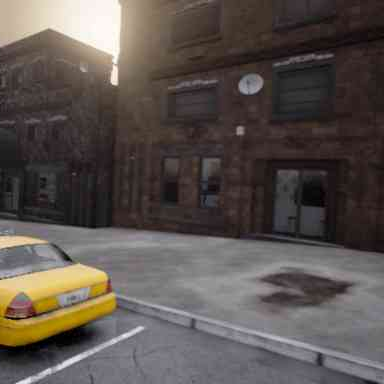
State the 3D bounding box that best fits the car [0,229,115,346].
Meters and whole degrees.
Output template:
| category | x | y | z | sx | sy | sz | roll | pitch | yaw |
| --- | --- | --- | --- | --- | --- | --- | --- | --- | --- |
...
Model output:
| category | x | y | z | sx | sy | sz | roll | pitch | yaw |
| --- | --- | --- | --- | --- | --- | --- | --- | --- | --- |
| car | -3.761 | 1.469 | 6.215 | 5.366 | 1.575 | 1.946 | 0 | 0 | 35 |
